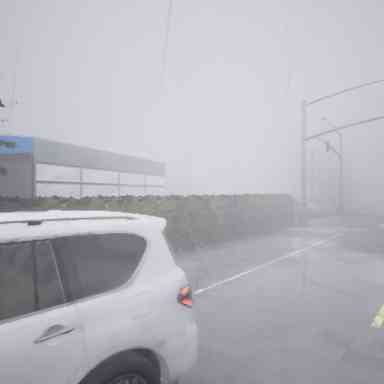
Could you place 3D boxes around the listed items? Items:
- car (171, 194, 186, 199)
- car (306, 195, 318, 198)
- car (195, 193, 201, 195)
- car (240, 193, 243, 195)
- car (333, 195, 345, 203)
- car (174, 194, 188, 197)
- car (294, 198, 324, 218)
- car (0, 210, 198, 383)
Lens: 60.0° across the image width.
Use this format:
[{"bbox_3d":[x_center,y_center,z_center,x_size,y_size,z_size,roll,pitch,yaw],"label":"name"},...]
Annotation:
[{"bbox_3d":[-3.537,1.232,89.811,1.970,1.475,3.806,0,0,38],"label":"car"},{"bbox_3d":[22.009,1.384,61.231,1.970,1.475,3.806,0,0,38],"label":"car"},{"bbox_3d":[1.722,1.153,86.119,2.152,1.636,5.027,0,0,38],"label":"car"},{"bbox_3d":[11.810,1.077,78.250,1.905,1.878,3.866,0,0,38],"label":"car"},{"bbox_3d":[28.923,1.374,65.249,1.845,1.501,3.633,0,0,38],"label":"car"},{"bbox_3d":[-2.061,1.298,66.121,2.007,1.523,4.514,0,0,38],"label":"car"},{"bbox_3d":[9.581,1.526,30.413,4.674,1.442,1.812,0,1,39],"label":"car"},{"bbox_3d":[-2.406,1.222,2.355,5.566,2.045,2.150,0,0,-44],"label":"car"}]
